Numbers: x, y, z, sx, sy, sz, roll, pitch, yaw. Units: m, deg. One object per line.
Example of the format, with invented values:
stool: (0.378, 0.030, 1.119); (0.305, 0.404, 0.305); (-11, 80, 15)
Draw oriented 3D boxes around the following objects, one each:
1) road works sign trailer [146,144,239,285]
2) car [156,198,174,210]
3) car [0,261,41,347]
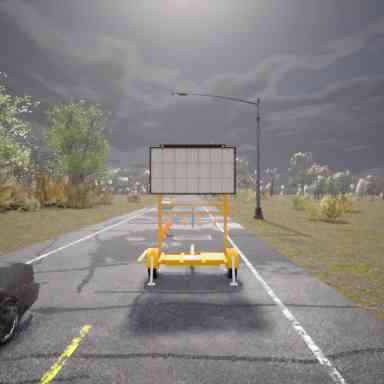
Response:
road works sign trailer: (0.017, 0.466, 9.436); (2.380, 3.560, 2.880); (0, 0, 0)
car: (-3.532, 1.547, 43.823); (1.812, 1.442, 4.674); (0, 0, 0)
car: (-3.592, 1.548, 3.561); (2.033, 1.411, 5.357); (0, 0, 0)
